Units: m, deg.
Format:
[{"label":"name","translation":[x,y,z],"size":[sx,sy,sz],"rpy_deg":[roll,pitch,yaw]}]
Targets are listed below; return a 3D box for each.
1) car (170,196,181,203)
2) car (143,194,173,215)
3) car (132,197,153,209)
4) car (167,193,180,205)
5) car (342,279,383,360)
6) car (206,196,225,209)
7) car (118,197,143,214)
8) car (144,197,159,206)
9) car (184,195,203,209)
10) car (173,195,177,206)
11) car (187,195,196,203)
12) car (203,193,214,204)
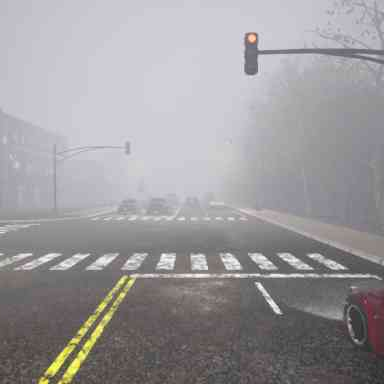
[{"label":"car","translation":[-3.388,1.521,68.970],"size":[2.033,1.411,5.357],"rpy_deg":[0,0,0]},{"label":"car","translation":[-3.412,1.342,34.141],"size":[2.097,1.767,4.553],"rpy_deg":[0,0,0]},{"label":"car","translation":[-6.676,1.476,45.106],"size":[2.128,1.511,4.902],"rpy_deg":[0,0,0]},{"label":"car","translation":[-3.438,1.202,54.292],"size":[2.150,2.045,5.566],"rpy_deg":[0,0,1]},{"label":"car","translation":[3.346,1.563,3.541],"size":[1.994,1.385,4.181],"rpy_deg":[0,0,0]},{"label":"car","translation":[3.261,1.586,44.418],"size":[1.895,1.301,4.718],"rpy_deg":[0,0,0]},{"label":"car","translation":[-6.663,1.494,35.682],"size":[1.837,1.490,4.892],"rpy_deg":[0,0,0]},{"label":"car","translation":[-6.683,1.506,55.239],"size":[1.812,1.442,4.674],"rpy_deg":[0,0,0]},{"label":"car","translation":[0.010,1.336,46.134],"size":[2.097,1.767,4.553],"rpy_deg":[0,0,0]},{"label":"car","translation":[-3.423,1.533,43.615],"size":[2.033,1.411,5.357],"rpy_deg":[0,0,1]},{"label":"car","translation":[-0.118,1.497,71.741],"size":[1.812,1.442,4.674],"rpy_deg":[0,0,0]},{"label":"car","translation":[3.222,1.199,65.170],"size":[2.150,2.045,5.566],"rpy_deg":[0,0,0]}]
